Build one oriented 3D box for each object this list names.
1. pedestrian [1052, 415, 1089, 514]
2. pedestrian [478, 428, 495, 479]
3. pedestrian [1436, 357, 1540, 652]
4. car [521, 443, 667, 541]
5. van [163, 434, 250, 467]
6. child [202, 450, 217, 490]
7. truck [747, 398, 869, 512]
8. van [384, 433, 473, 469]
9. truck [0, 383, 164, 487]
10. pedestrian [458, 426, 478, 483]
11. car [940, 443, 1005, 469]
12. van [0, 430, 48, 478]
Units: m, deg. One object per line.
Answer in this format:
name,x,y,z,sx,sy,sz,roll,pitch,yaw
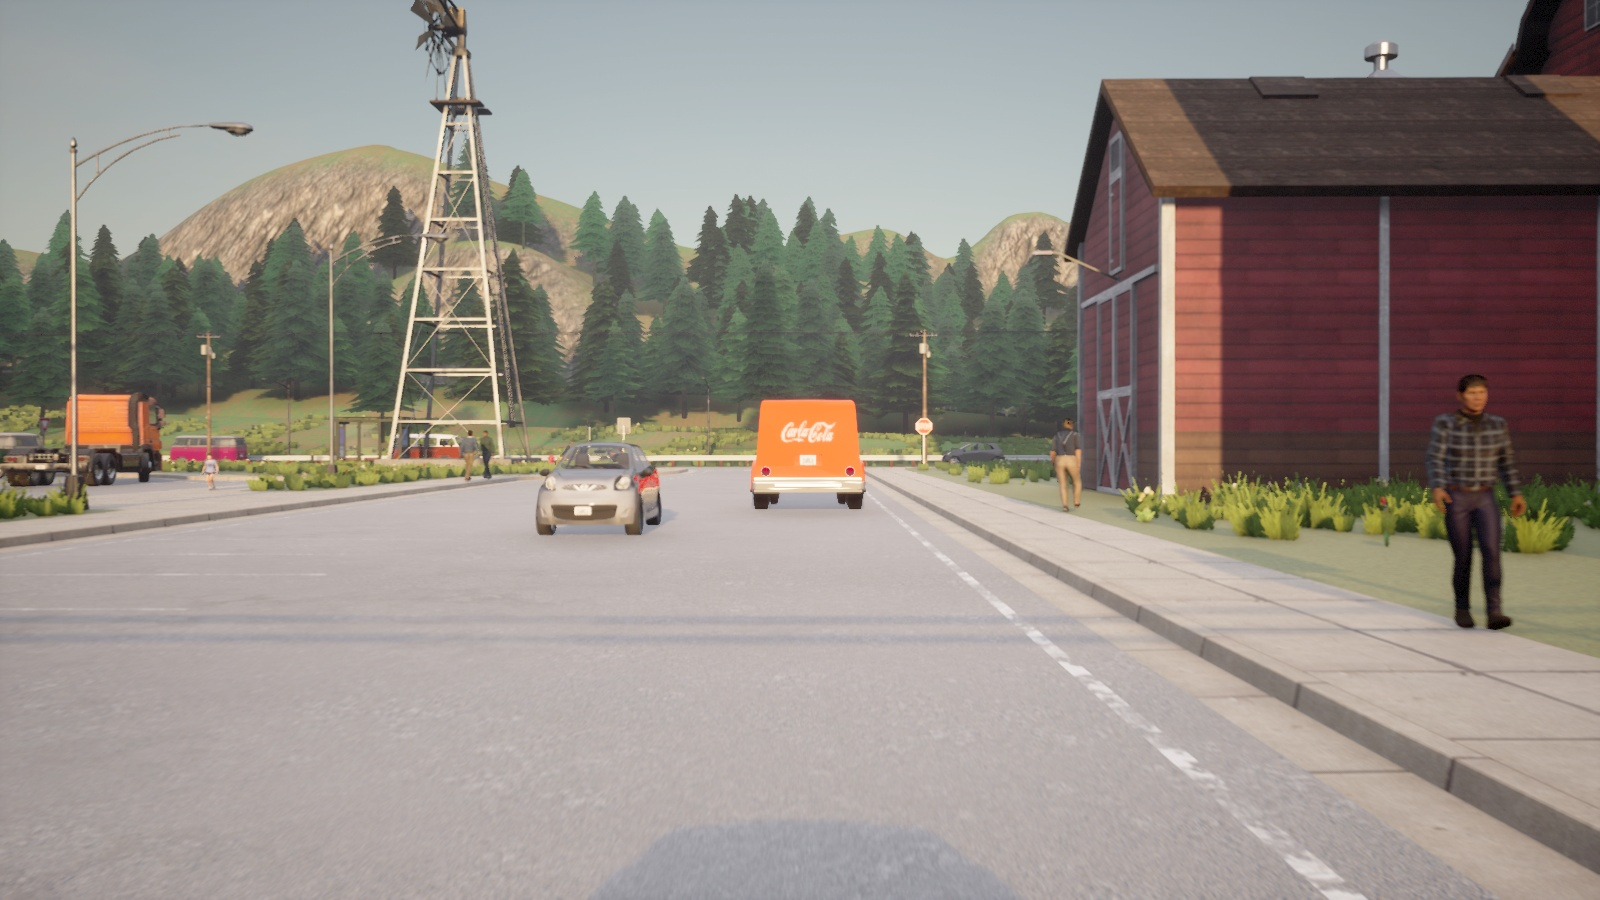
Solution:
pedestrian,5.154,0.271,23.927,0.540,1.848,0.694,0,0,27
pedestrian,-11.480,0.134,45.941,0.353,1.847,0.614,0,0,16
pedestrian,4.761,0.356,8.723,0.423,1.949,0.788,0,0,13
car,-3.361,0.638,21.157,1.845,1.501,3.633,0,0,0
van,-36.081,0.041,76.366,4.442,1.987,1.775,0,0,1
child,-16.697,0.568,35.519,0.255,1.110,0.394,0,0,-7
truck,0.190,0.092,29.744,2.627,2.467,5.204,0,0,0
van,-21.433,0.044,72.521,4.480,2.038,2.069,0,0,1
truck,-26.160,-0.516,45.980,2.891,3.462,7.936,0,0,-10
pedestrian,-11.361,0.150,42.990,0.423,1.949,0.788,0,0,4
car,10.318,0.343,75.278,3.633,1.501,1.845,0,0,1
van,-34.569,0.170,53.457,4.442,1.987,1.775,0,0,15
